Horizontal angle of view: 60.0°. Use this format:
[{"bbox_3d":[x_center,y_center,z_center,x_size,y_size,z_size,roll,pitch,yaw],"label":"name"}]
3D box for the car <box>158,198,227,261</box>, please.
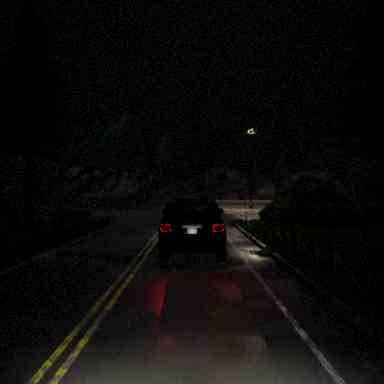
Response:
[{"bbox_3d":[0.032,1.217,12.351,2.150,2.045,5.566,0,0,1],"label":"car"}]
